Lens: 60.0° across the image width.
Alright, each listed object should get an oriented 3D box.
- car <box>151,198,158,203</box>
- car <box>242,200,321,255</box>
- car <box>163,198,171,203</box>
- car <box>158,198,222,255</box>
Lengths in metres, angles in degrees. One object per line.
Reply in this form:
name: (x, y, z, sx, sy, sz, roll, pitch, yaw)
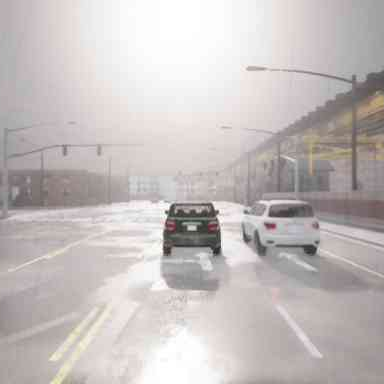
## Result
car: (-10.505, 2.393, 93.791, 1.812, 1.442, 4.674, 0, -1, 0)
car: (3.500, 1.347, 14.022, 2.150, 2.045, 5.566, 0, 0, 0)
car: (-7.005, 2.410, 93.983, 2.033, 1.411, 5.357, 0, -1, 0)
car: (0.000, 1.347, 14.007, 2.150, 2.045, 5.566, 0, 0, 0)
